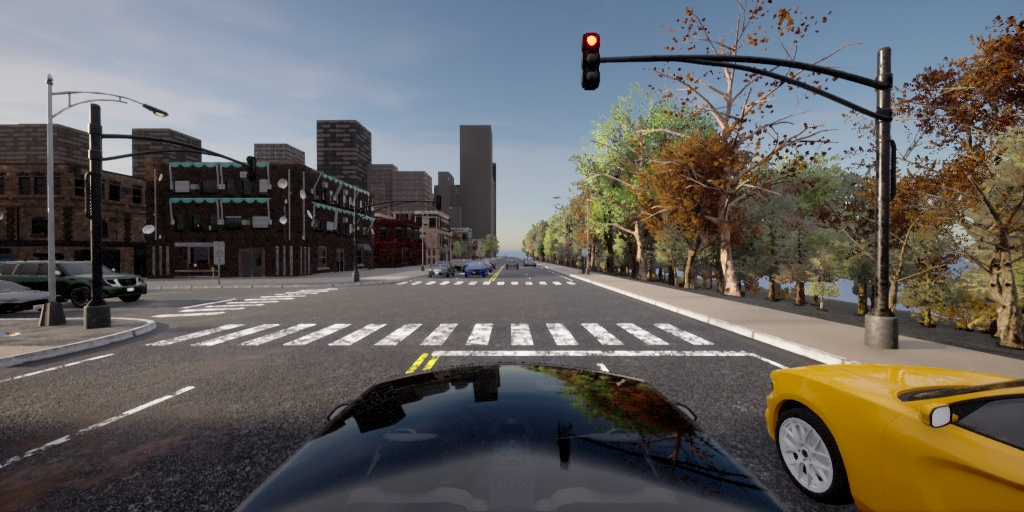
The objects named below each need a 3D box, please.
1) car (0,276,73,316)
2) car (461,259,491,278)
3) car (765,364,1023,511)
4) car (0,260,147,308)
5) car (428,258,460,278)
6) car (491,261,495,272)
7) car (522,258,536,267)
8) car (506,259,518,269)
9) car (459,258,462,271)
[{"bbox_3d":[-19.960,1.565,13.482,4.313,1.339,1.948,0,0,0],"label":"car"},{"bbox_3d":[-3.378,1.217,34.604,1.882,1.535,5.008,0,0,0],"label":"car"},{"bbox_3d":[3.351,1.228,1.378,1.882,1.535,5.008,0,0,0],"label":"car"},{"bbox_3d":[-20.012,1.194,16.183,5.566,2.045,2.150,-1,1,0],"label":"car"},{"bbox_3d":[-6.627,1.232,34.208,2.128,1.511,4.902,0,0,0],"label":"car"},{"bbox_3d":[-3.384,1.261,44.076,1.812,1.442,4.674,0,0,0],"label":"car"},{"bbox_3d":[3.272,1.290,64.483,1.994,1.385,4.181,0,0,1],"label":"car"},{"bbox_3d":[0.039,1.222,56.281,2.128,1.511,4.902,0,0,0],"label":"car"},{"bbox_3d":[-6.636,1.087,44.161,2.097,1.767,4.553,0,0,0],"label":"car"}]
